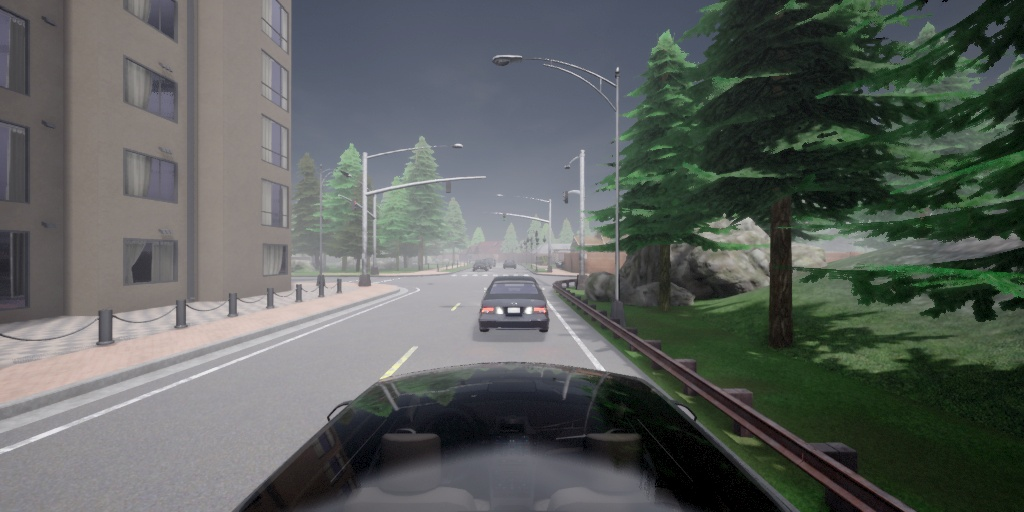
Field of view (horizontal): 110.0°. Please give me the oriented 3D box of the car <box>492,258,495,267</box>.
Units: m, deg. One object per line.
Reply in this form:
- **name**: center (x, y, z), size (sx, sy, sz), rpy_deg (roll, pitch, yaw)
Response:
- **car**: center (-4.068, 1.225, 55.802), size (1.837, 1.490, 4.892), rpy_deg (0, 0, 0)

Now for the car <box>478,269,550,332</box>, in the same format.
- **car**: center (0.066, 1.297, 10.780), size (2.033, 1.411, 5.357), rpy_deg (0, 0, 1)

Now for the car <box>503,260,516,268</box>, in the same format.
- **car**: center (-0.395, 1.284, 58.157), size (1.994, 1.385, 4.181), rpy_deg (0, 0, 0)

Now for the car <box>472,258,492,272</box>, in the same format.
- **car**: center (-4.012, 1.225, 46.336), size (1.837, 1.490, 4.892), rpy_deg (0, 0, 0)
